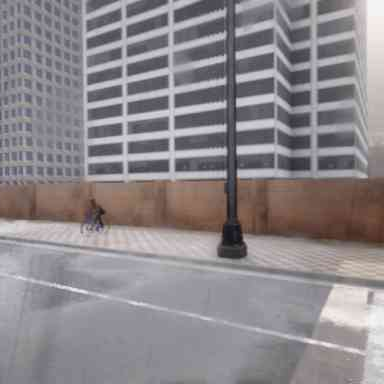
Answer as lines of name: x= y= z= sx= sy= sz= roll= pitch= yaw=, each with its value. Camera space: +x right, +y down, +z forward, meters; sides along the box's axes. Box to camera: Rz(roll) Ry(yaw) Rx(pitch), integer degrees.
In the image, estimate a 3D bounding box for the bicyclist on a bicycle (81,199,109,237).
bicyclist on a bicycle: x=-4.248 y=1.132 z=14.636 sx=0.582 sy=1.620 sz=1.656 roll=0 pitch=0 yaw=30
